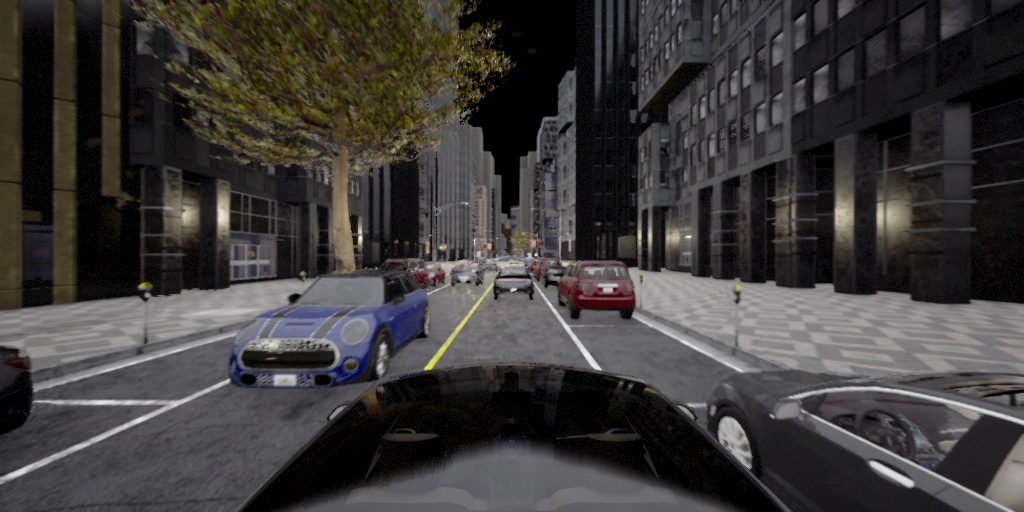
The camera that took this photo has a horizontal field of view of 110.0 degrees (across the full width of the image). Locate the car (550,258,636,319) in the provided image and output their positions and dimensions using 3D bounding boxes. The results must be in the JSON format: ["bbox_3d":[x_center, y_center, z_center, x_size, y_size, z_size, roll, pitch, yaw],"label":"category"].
[{"bbox_3d":[2.814,1.079,12.848,2.192,1.841,5.009,0,0,0],"label":"car"}]

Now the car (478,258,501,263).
[{"bbox_3d":[-2.764,1.332,44.851,1.994,1.385,4.181,0,0,0],"label":"car"}]

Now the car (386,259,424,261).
[{"bbox_3d":[-5.679,1.054,18.403,2.192,1.841,5.009,0,0,0],"label":"car"}]

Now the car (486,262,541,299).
[{"bbox_3d":[0.083,1.250,17.913,2.128,1.511,4.902,0,0,0],"label":"car"}]

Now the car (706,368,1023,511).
[{"bbox_3d":[2.750,1.310,1.823,2.007,1.370,4.403,0,0,0],"label":"car"}]

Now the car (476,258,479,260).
[{"bbox_3d":[-5.519,1.284,45.798,1.751,1.417,4.829,0,0,0],"label":"car"}]

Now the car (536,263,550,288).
[{"bbox_3d":[2.878,1.337,23.873,1.948,1.339,4.313,0,0,0],"label":"car"}]

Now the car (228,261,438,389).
[{"bbox_3d":[-3.076,1.094,7.120,2.097,1.767,4.553,0,0,0],"label":"car"}]

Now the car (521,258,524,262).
[{"bbox_3d":[3.103,1.365,62.461,1.948,1.339,4.313,0,0,0],"label":"car"}]

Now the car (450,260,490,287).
[{"bbox_3d":[-2.941,1.245,24.417,2.128,1.511,4.902,0,0,1],"label":"car"}]

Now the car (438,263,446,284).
[{"bbox_3d":[-5.647,1.183,23.916,1.967,1.591,4.097,0,0,0],"label":"car"}]

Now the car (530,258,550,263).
[{"bbox_3d":[2.911,1.089,29.385,2.192,1.841,5.009,0,0,0],"label":"car"}]

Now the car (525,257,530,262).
[{"bbox_3d":[2.975,1.097,40.410,2.192,1.841,5.009,0,0,0],"label":"car"}]

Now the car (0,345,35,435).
[{"bbox_3d":[-5.775,1.297,1.864,1.948,1.339,4.313,0,0,0],"label":"car"}]
